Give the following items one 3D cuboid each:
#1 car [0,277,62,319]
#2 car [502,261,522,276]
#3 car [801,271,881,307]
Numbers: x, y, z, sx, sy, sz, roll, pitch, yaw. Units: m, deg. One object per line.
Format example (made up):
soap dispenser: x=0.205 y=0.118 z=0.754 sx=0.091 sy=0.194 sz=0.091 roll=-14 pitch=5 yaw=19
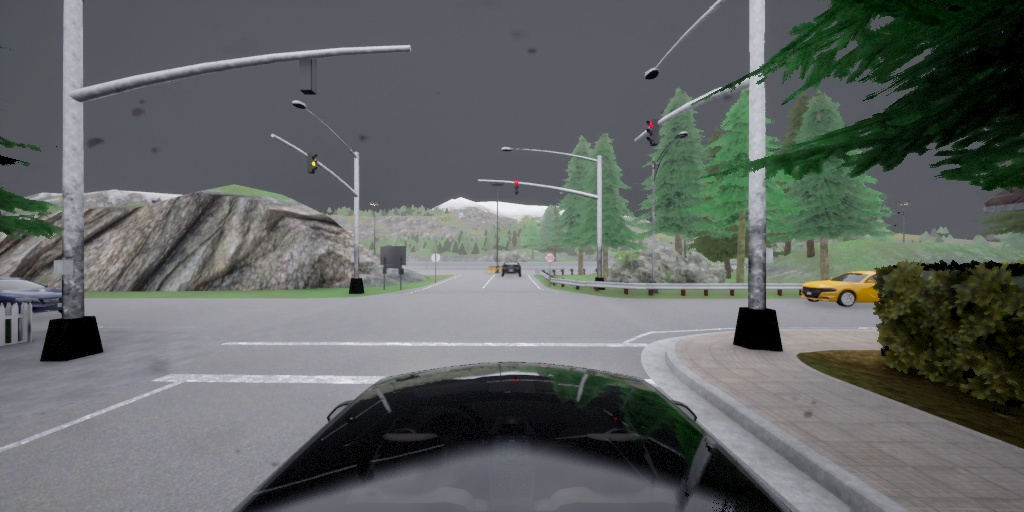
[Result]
car: x=-18.276 y=1.467 z=12.714 sx=4.674 sy=1.442 sz=1.812 roll=0 pitch=0 yaw=0
car: x=-0.007 y=1.241 z=37.167 sx=1.882 sy=1.535 sz=5.008 roll=0 pitch=-1 yaw=1
car: x=15.958 y=1.419 z=16.220 sx=5.008 sy=1.535 sz=1.882 roll=0 pitch=0 yaw=0
